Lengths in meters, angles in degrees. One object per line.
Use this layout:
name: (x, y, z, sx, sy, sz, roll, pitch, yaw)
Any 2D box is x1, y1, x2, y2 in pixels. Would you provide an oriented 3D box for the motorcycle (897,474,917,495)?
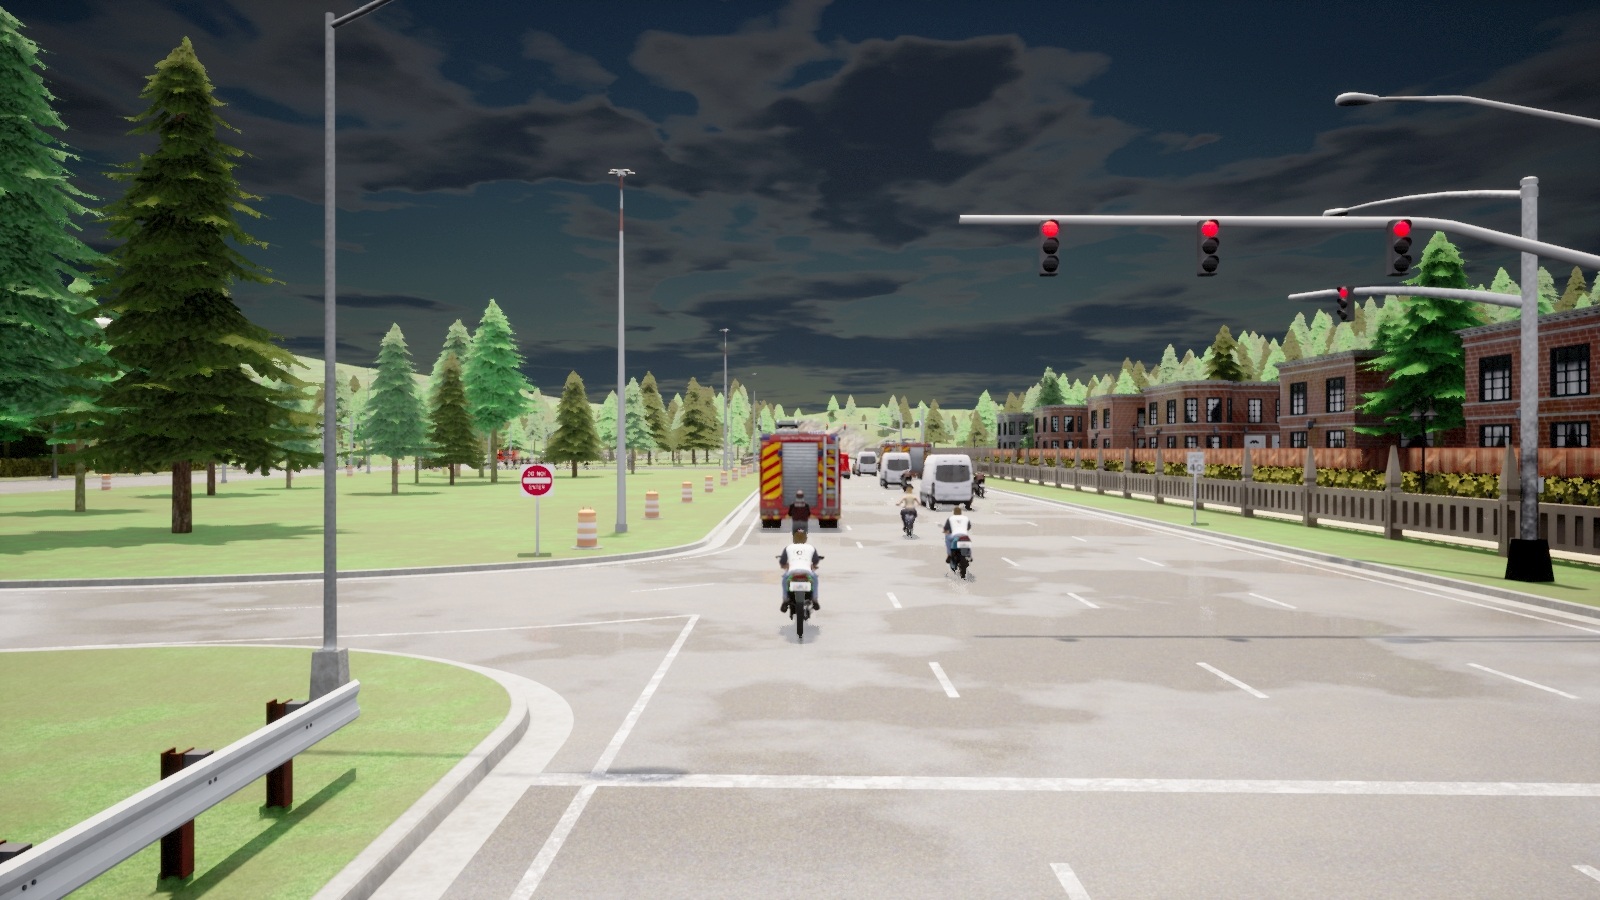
motorcycle: (6.821, 2.171, 73.107, 0.867, 1.251, 2.209, -1, 0, -6)

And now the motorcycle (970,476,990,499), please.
motorcycle: (10.497, 2.174, 66.725, 0.867, 1.251, 2.209, 0, 0, 0)

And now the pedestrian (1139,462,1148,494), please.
pedestrian: (20.272, 1.667, 67.424, 0.375, 1.860, 0.375, 0, 0, 0)

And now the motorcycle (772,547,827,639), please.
motorcycle: (-0.001, 2.176, 17.716, 0.803, 1.199, 2.033, 0, 0, 0)

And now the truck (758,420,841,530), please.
truck: (-0.006, 0.870, 44.125, 2.891, 3.827, 8.468, 0, 0, 0)

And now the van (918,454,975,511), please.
van: (6.994, 1.508, 55.183, 1.988, 2.561, 5.915, 0, 0, 0)

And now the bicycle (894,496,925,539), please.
bicycle: (3.499, 2.140, 36.602, 0.859, 1.277, 1.487, 0, 0, 0)

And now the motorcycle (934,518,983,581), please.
motorcycle: (3.499, 2.175, 25.334, 0.803, 1.199, 2.033, 0, 1, 0)

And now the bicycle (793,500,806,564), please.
bicycle: (-0.008, 2.046, 28.905, 0.329, 1.471, 1.835, 0, 0, 0)
